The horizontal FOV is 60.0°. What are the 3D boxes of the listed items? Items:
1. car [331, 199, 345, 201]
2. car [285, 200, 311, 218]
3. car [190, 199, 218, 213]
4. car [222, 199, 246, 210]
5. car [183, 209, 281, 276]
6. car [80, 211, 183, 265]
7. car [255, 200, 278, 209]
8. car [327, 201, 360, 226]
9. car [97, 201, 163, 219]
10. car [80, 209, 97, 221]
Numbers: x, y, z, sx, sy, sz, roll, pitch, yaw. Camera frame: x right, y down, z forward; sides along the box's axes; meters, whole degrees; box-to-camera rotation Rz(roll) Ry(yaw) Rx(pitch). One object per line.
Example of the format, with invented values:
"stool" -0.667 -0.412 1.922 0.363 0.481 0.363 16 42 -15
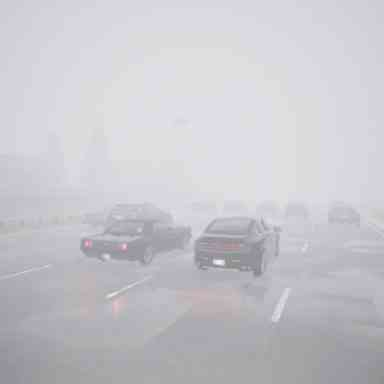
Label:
"car" 16.436 1.490 37.515 2.128 1.511 4.902 0 0 22
"car" 9.474 1.492 29.756 2.128 1.511 4.902 0 0 22
"car" 1.420 1.477 37.794 1.882 1.535 5.008 0 0 22
"car" 4.639 1.525 36.451 1.812 1.442 4.674 0 0 22
"car" 1.600 1.504 10.543 1.837 1.490 4.892 0 0 22
"car" -1.657 1.600 11.827 1.895 1.301 4.718 0 0 22
"car" 7.943 1.525 35.255 1.812 1.442 4.674 0 0 22
"car" 10.821 1.563 23.811 1.994 1.385 4.181 0 0 22
"car" -2.796 1.351 18.276 2.097 1.767 4.553 0 0 22
"car" -4.994 1.545 22.162 2.033 1.411 5.357 0 0 23
